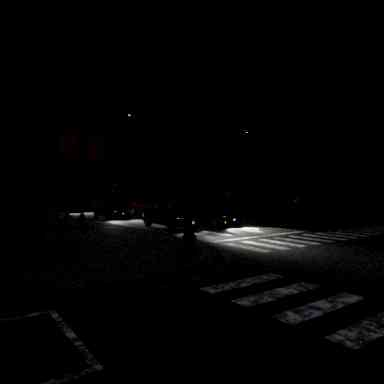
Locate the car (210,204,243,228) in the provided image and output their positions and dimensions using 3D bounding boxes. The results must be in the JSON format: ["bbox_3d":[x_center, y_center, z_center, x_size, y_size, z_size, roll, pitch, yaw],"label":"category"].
[{"bbox_3d":[1.476,1.537,22.328,1.994,1.385,4.181,0,0,-36],"label":"car"}]

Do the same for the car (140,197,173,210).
[{"bbox_3d":[-4.579,1.412,42.238,1.882,1.535,5.008,0,0,-36],"label":"car"}]

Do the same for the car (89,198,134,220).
[{"bbox_3d":[-6.869,1.468,28.376,1.837,1.490,4.892,0,0,-36],"label":"car"}]

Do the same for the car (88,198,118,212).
[{"bbox_3d":[-10.532,1.468,39.070,1.812,1.442,4.674,0,0,-36],"label":"car"}]

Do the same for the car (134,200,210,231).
[{"bbox_3d":[-1.376,1.469,20.730,2.128,1.511,4.902,0,0,-36],"label":"car"}]

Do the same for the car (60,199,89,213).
[{"bbox_3d":[-13.094,1.494,37.036,2.033,1.411,5.357,0,0,-36],"label":"car"}]

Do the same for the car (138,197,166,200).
[{"bbox_3d":[-3.511,1.313,29.272,2.097,1.767,4.553,0,0,-36],"label":"car"}]
